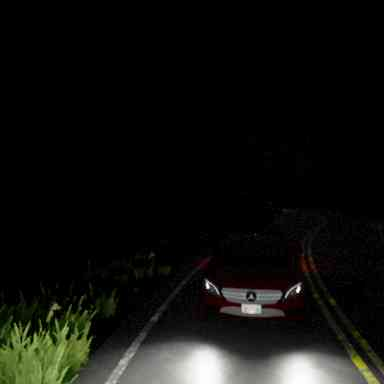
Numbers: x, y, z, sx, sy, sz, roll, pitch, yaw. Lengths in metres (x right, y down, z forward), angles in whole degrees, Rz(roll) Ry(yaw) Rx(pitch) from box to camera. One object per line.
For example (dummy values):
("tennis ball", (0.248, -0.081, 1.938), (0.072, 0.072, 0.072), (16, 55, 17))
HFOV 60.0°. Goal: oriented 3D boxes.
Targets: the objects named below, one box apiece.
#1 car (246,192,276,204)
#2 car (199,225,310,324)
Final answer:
("car", (8.910, 1.065, 43.520), (2.150, 2.045, 5.566), (2, -2, -13))
("car", (1.372, 1.526, 7.378), (1.812, 1.442, 4.674), (-1, 0, 12))
